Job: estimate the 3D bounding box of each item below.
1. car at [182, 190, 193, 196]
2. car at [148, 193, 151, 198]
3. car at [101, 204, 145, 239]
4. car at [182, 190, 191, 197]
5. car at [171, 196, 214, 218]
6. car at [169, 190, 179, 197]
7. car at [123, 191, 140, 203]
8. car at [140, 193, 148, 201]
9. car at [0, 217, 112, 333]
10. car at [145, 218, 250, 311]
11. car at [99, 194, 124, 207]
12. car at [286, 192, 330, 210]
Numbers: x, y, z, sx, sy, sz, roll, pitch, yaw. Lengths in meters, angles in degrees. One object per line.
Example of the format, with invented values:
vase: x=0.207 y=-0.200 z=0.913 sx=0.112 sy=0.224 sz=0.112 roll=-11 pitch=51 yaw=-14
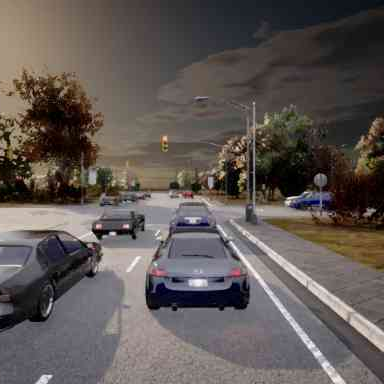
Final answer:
car: x=-0.845 y=0.561 z=83.517 sx=2.150 sy=2.045 sz=5.566 roll=0 pitch=1 yaw=-4
car: x=-11.390 y=0.928 z=83.939 sx=1.895 sy=1.301 sz=4.718 roll=0 pitch=1 yaw=-3
car: x=-3.492 y=1.517 z=16.750 sx=1.895 sy=1.301 sz=4.718 roll=0 pitch=0 yaw=-1
car: x=-1.671 y=0.388 z=94.164 sx=2.097 sy=1.767 sz=4.553 roll=0 pitch=1 yaw=-7
car: x=0.029 y=1.270 z=16.431 sx=2.097 sy=1.767 sz=4.553 roll=0 pitch=0 yaw=0
car: x=-4.394 y=0.882 z=84.193 sx=1.994 sy=1.385 sz=4.181 roll=0 pitch=1 yaw=-4
car: x=-10.840 y=0.852 z=57.115 sx=2.150 sy=2.045 sz=5.566 roll=0 pitch=0 yaw=0
car: x=-10.869 y=0.995 z=69.378 sx=1.882 sy=1.535 sz=5.008 roll=0 pitch=1 yaw=-1
car: x=-3.423 y=1.527 z=7.106 sx=2.033 sy=1.411 sz=5.357 roll=0 pitch=0 yaw=-1
car: x=0.074 y=1.540 z=7.798 sx=1.994 sy=1.385 sz=4.181 roll=0 pitch=0 yaw=-1
car: x=-10.792 y=1.289 z=43.882 sx=1.994 sy=1.385 sz=4.181 roll=0 pitch=0 yaw=0
car: x=13.988 y=0.991 z=37.509 sx=5.566 sy=2.045 sz=2.150 roll=0 pitch=0 yaw=-3
